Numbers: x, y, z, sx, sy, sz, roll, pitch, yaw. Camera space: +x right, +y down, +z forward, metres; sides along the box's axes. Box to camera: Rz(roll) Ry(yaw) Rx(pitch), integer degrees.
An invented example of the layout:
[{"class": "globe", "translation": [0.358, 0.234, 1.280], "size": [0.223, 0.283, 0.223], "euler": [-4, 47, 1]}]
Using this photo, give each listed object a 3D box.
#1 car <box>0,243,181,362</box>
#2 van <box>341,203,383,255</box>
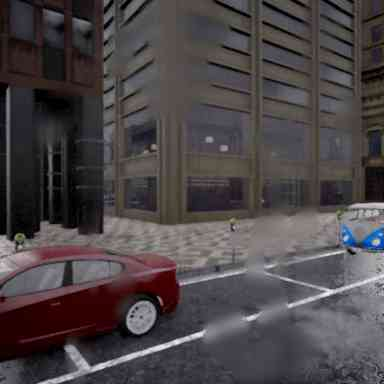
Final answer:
[{"class": "car", "translation": [-2.302, 1.538, 5.003], "size": [4.507, 1.381, 1.887], "euler": [0, 1, -36]}, {"class": "van", "translation": [6.816, 1.257, 11.511], "size": [3.998, 1.788, 1.690], "euler": [0, 1, -36]}]
